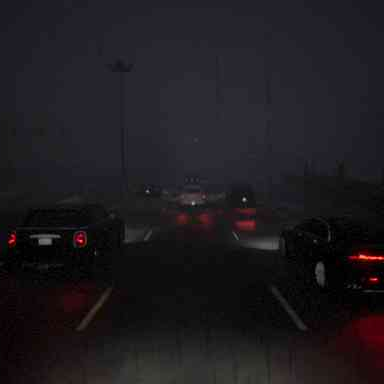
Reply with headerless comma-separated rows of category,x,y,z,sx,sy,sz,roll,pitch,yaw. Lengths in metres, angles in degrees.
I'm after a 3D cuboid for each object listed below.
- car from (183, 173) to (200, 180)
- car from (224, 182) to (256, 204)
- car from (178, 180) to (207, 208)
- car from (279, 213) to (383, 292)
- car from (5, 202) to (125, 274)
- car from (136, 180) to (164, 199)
car,-0.026,-1.499,37.726,2.033,1.411,5.357,0,7,0
car,3.542,-0.026,24.938,1.837,1.490,4.892,0,7,0
car,0.053,0.220,22.926,1.812,1.442,4.674,0,6,0
car,3.600,1.288,8.330,1.837,1.490,4.892,0,2,0
car,-3.402,1.064,9.823,2.097,1.767,4.553,0,3,0
car,-3.473,-0.311,27.854,1.994,1.385,4.181,0,7,0
